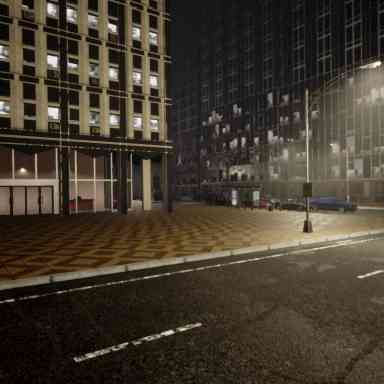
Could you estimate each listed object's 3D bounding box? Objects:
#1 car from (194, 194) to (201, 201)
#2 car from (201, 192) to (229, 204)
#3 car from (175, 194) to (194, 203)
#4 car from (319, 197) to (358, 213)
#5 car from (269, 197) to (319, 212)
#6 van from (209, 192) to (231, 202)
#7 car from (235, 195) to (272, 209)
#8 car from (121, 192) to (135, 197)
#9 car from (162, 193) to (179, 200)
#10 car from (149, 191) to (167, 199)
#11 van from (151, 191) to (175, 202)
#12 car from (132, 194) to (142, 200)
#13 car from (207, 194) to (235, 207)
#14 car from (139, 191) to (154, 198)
[{"bbox_3d":[1.668,1.042,63.539,1.802,1.307,4.206,-1,1,-35],"label":"car"},{"bbox_3d":[3.877,1.019,50.124,2.097,1.767,4.553,-1,1,-34],"label":"car"},{"bbox_3d":[-2.162,1.093,58.980,1.812,1.442,4.674,-1,1,-34],"label":"car"},{"bbox_3d":[14.577,1.316,34.577,1.882,1.535,5.008,-1,1,-35],"label":"car"},{"bbox_3d":[10.781,1.423,35.310,1.947,1.339,4.313,-1,1,-35],"label":"car"},{"bbox_3d":[4.891,0.854,58.855,1.690,1.788,3.998,-1,1,-35],"label":"van"},{"bbox_3d":[7.570,1.387,40.003,1.802,1.307,4.206,-1,1,-35],"label":"car"},{"bbox_3d":[-17.678,0.687,91.621,2.008,1.369,4.403,0,1,-35],"label":"car"},{"bbox_3d":[-4.781,0.934,72.900,1.802,1.307,4.206,0,1,-35],"label":"car"},{"bbox_3d":[-8.005,0.613,77.577,2.192,1.841,5.009,0,1,-35],"label":"car"},{"bbox_3d":[-5.233,0.936,58.784,1.690,1.788,3.998,0,1,-35],"label":"van"},{"bbox_3d":[-11.683,1.038,68.147,2.008,1.369,4.403,0,1,-35],"label":"car"},{"bbox_3d":[4.394,1.318,44.716,1.947,1.339,4.313,-1,1,-35],"label":"car"},{"bbox_3d":[-11.230,0.685,82.259,1.967,1.590,4.097,0,1,-35],"label":"car"}]
